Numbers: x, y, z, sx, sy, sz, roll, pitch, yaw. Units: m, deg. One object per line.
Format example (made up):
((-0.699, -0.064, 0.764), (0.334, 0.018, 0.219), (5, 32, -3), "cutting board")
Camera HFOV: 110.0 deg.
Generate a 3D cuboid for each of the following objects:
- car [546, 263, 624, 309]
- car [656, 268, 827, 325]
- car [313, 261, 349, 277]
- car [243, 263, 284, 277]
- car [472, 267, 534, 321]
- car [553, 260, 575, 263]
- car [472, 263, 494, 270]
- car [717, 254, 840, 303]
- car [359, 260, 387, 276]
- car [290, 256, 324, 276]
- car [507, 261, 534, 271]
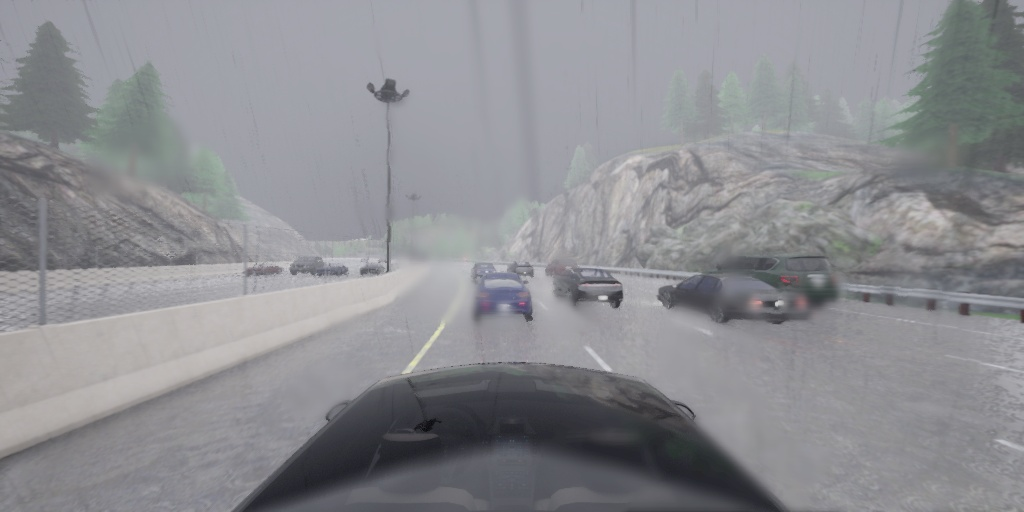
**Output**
((2.991, 1.235, 14.793), (2.128, 1.511, 4.902), (0, 0, -4), "car")
((6.743, 1.282, 11.706), (2.033, 1.411, 5.357), (0, 0, -3), "car")
((-17.744, 1.390, 35.692), (1.895, 1.301, 4.718), (0, 0, -12), "car")
((-25.004, 1.406, 36.199), (1.895, 1.301, 4.718), (0, 0, -13), "car")
((-0.355, 1.276, 12.340), (1.812, 1.442, 4.674), (0, 0, -4), "car")
((4.462, 1.092, 31.946), (2.097, 1.767, 4.553), (0, 0, -9), "car")
((-2.395, 1.302, 30.826), (2.033, 1.411, 5.357), (0, 0, -9), "car")
((10.043, 0.949, 14.653), (2.150, 2.045, 5.566), (0, 0, -4), "car")
((-14.553, 1.383, 37.515), (1.895, 1.301, 4.718), (0, 0, -12), "car")
((-22.049, 1.021, 38.964), (2.150, 2.045, 5.566), (0, 0, -13), "car")
((0.722, 1.239, 33.083), (2.128, 1.511, 4.902), (0, 0, -10), "car")
